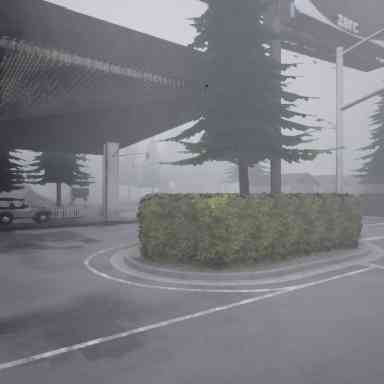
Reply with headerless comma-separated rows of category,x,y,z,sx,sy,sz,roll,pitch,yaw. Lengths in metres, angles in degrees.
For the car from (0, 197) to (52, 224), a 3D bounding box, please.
car,-12.063,1.313,23.421,3.866,1.878,1.905,0,0,-36
